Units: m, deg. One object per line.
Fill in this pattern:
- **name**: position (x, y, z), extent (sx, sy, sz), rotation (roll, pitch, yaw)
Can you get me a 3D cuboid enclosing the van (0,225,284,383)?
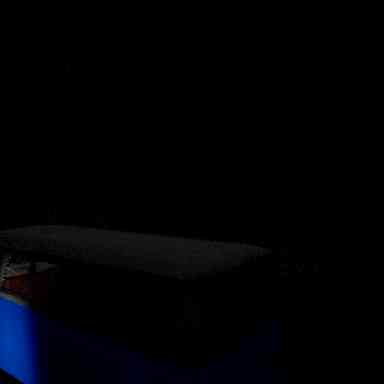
- **van**: position (-1.019, 1.337, 3.694), extent (3.998, 1.788, 1.690), rotation (0, 0, 36)
